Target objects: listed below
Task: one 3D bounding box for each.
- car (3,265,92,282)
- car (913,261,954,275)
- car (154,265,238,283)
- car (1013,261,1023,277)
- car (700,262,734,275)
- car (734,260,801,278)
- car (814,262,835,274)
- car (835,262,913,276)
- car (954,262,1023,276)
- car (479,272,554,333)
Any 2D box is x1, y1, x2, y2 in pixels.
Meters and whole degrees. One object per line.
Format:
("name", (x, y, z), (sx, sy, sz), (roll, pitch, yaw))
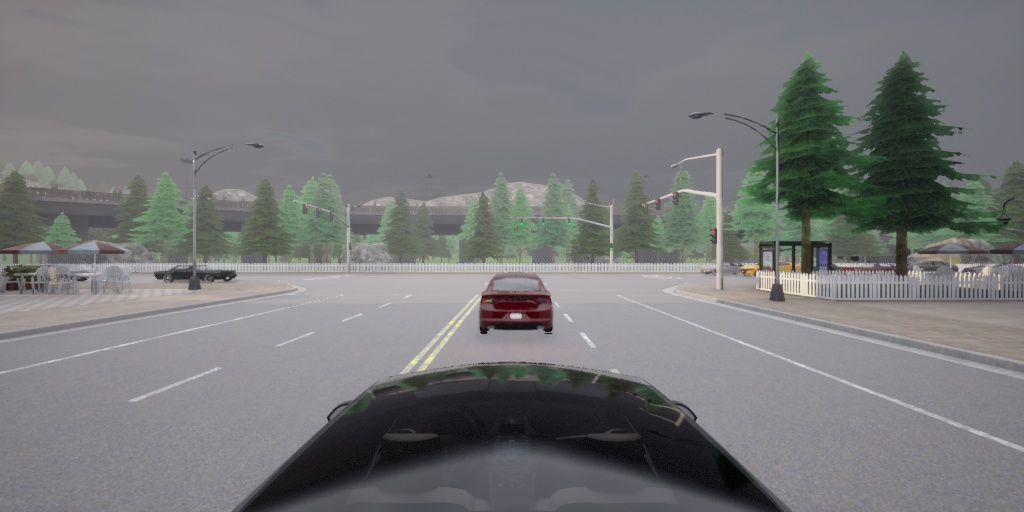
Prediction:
("car", (-33.951, 1.295, 26.252), (4.718, 1.301, 1.895), (0, 0, -1))
("car", (40.969, 1.199, 35.684), (4.892, 1.490, 1.837), (0, 0, 10))
("car", (-23.021, 1.295, 26.255), (4.718, 1.301, 1.895), (0, 0, 0))
("car", (50.983, 1.242, 33.029), (5.357, 1.411, 2.033), (0, 0, 22))
("car", (21.882, 1.295, 36.634), (4.718, 1.301, 1.895), (0, 0, 1))
("car", (23.818, 1.172, 33.102), (5.008, 1.535, 1.882), (0, 0, 1))
("car", (31.050, 1.295, 36.485), (4.718, 1.301, 1.895), (0, 0, 2))
("car", (33.121, 1.295, 32.910), (4.718, 1.301, 1.895), (0, 0, 2))
("car", (43.004, 1.258, 31.763), (4.181, 1.385, 1.994), (0, 0, 14))
("car", (0.125, 1.227, 10.782), (1.882, 1.535, 5.008), (0, 0, 1))
